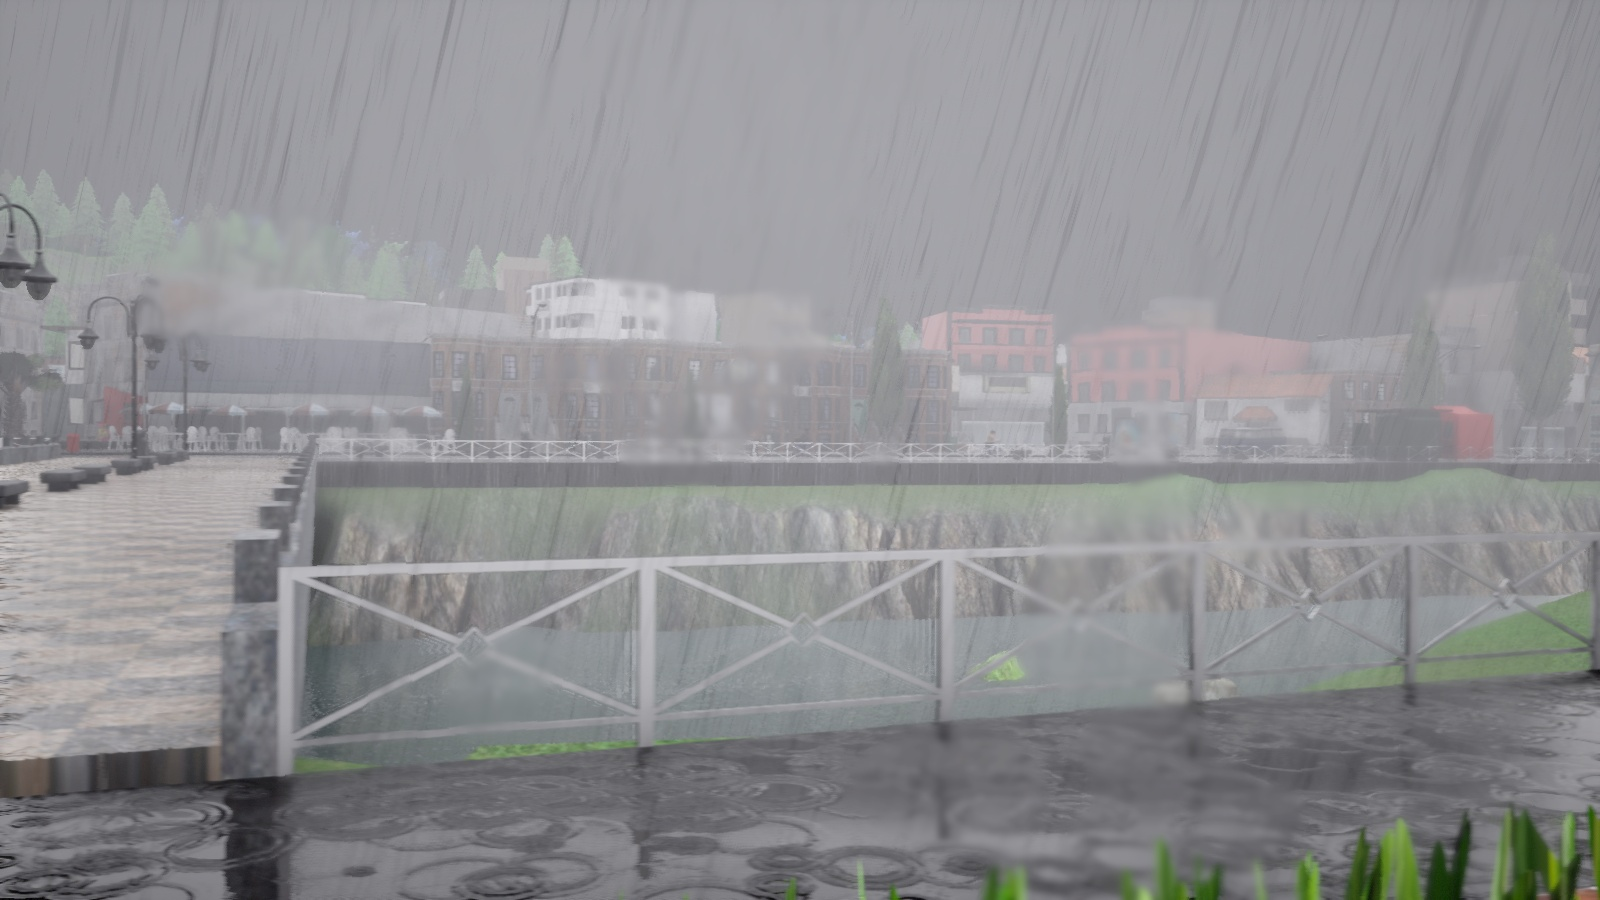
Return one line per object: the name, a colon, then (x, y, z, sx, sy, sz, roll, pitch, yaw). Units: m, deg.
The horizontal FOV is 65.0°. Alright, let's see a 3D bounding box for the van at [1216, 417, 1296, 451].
van: (27.597, -0.984, 75.960, 4.442, 1.987, 1.775, -1, 1, -21)
